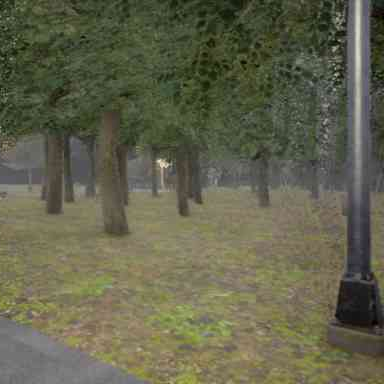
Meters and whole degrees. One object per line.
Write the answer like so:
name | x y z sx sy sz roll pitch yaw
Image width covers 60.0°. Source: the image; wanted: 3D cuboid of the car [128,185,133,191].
car | -18.093 -0.967 88.923 2.097 1.767 4.553 -2 1 34

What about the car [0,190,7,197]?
car | -36.863 0.271 61.515 2.128 1.511 4.902 -2 0 34
